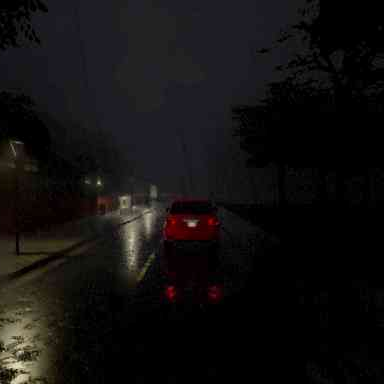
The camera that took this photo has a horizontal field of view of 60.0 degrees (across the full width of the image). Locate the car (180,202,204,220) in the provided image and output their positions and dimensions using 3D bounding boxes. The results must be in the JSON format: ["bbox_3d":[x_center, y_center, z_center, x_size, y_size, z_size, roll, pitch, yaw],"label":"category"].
[{"bbox_3d":[0.000,1.618,29.679,1.895,1.301,4.718,0,0,0],"label":"car"}]

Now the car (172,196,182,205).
[{"bbox_3d":[-2.750,1.573,61.866,1.812,1.442,4.674,0,0,0],"label":"car"}]

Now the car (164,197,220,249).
[{"bbox_3d":[0.000,1.257,14.679,2.150,2.045,5.566,0,0,0],"label":"car"}]
